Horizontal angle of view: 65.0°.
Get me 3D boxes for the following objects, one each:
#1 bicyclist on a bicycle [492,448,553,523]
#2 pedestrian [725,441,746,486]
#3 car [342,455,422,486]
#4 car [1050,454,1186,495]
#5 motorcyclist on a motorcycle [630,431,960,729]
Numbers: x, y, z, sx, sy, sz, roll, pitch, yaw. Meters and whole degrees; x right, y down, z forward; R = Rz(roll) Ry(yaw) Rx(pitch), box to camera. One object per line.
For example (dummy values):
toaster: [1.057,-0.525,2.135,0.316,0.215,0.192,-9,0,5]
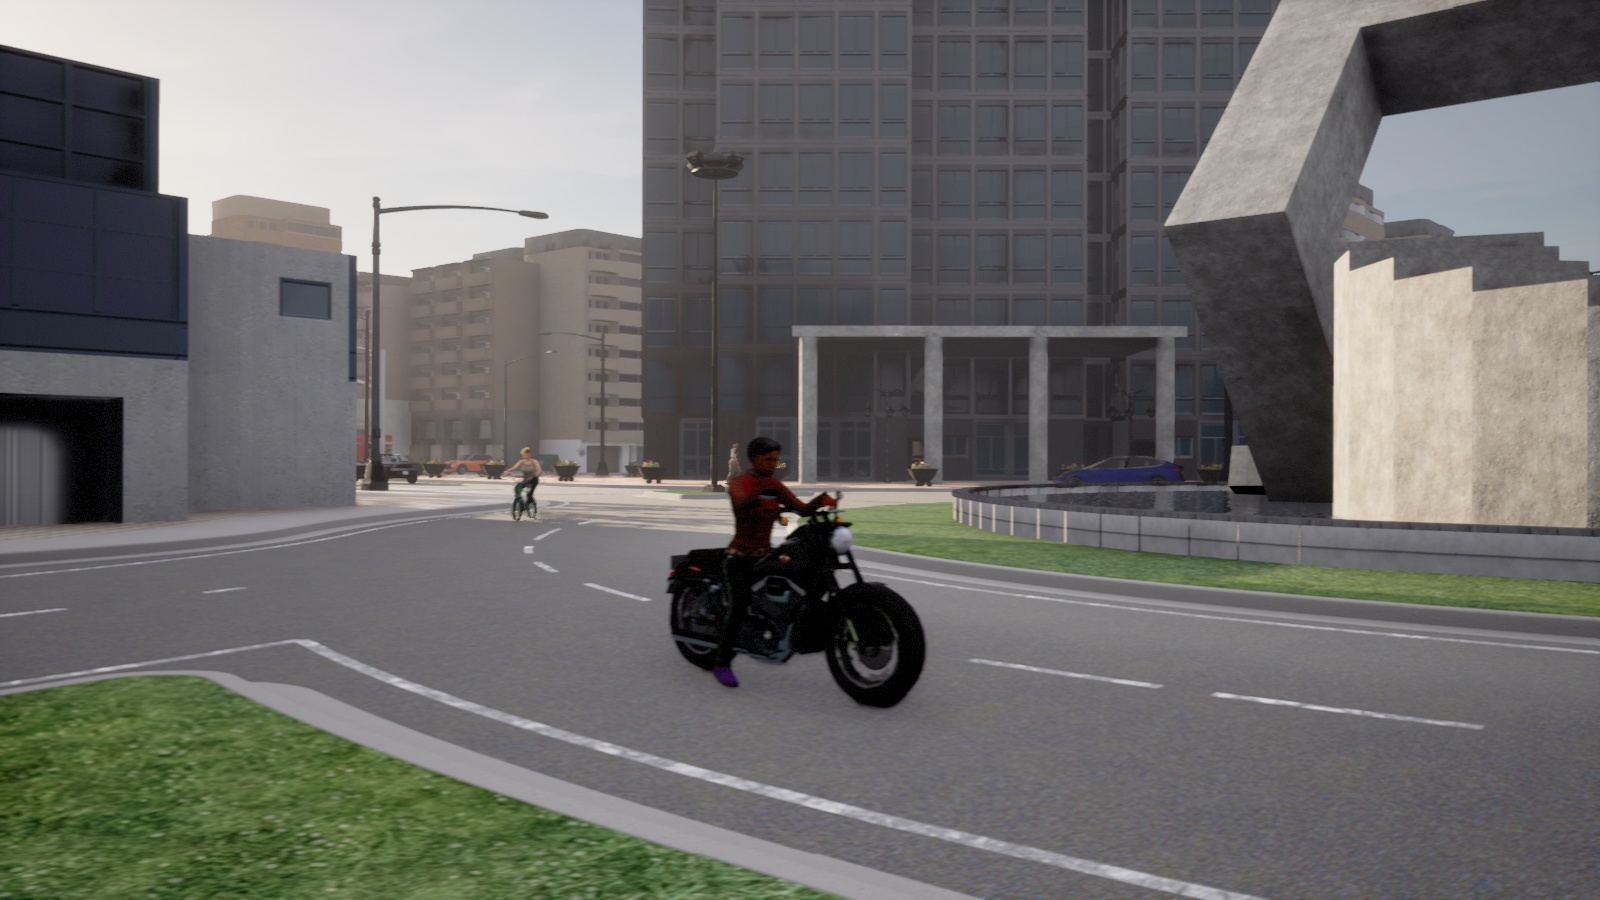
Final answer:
bicyclist on a bicycle: [-6.135,0.774,27.830,0.866,1.612,1.509,0,0,7]
pedestrian: [-2.675,0.564,51.974,0.694,1.848,0.540,0,0,27]
car: [-20.228,0.965,60.750,4.193,1.474,1.816,0,0,41]
car: [11.834,0.886,46.897,4.792,1.488,2.163,0,0,13]
motorcyclist on a motorcycle: [-0.115,0.721,8.085,0.766,1.649,2.350,0,0,-41]
